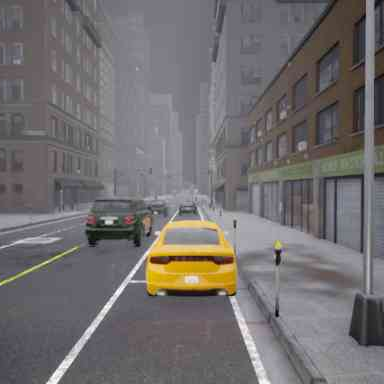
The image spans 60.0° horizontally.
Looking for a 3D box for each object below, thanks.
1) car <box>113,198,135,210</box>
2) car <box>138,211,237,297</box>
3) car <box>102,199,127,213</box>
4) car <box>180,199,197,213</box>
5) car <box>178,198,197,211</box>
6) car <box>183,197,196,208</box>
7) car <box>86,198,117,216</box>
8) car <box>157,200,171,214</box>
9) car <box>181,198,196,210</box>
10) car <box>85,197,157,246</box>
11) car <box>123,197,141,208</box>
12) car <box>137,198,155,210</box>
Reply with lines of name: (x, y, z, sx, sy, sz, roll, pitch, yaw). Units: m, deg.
car: (-8.918, 1.554, 44.095, 2.008, 1.369, 4.403, -1, 0, 0)
car: (-0.005, 1.476, 8.651, 1.882, 1.535, 5.008, 0, 0, 0)
car: (-8.918, 1.567, 38.589, 1.947, 1.339, 4.313, -1, 0, 0)
car: (-0.393, 1.546, 38.589, 1.887, 1.381, 4.507, -1, 0, 0)
car: (-0.393, 1.565, 33.084, 1.947, 1.339, 4.313, -1, 0, 0)
car: (-0.394, 1.550, 49.600, 1.887, 1.381, 4.507, -1, 0, 0)
car: (-8.920, 1.440, 33.084, 1.967, 1.590, 4.097, -1, 0, 0)
car: (-3.128, 1.506, 31.229, 1.837, 1.490, 4.892, 0, 1, 0)
car: (-0.393, 1.548, 44.094, 1.887, 1.381, 4.507, -1, 0, 0)
car: (-3.137, 1.222, 15.287, 2.150, 2.045, 5.566, 0, 0, 0)
car: (-8.918, 1.550, 49.600, 1.887, 1.381, 4.507, -1, 0, 0)
car: (-6.169, 1.529, 44.887, 1.812, 1.442, 4.674, 0, 0, 1)
